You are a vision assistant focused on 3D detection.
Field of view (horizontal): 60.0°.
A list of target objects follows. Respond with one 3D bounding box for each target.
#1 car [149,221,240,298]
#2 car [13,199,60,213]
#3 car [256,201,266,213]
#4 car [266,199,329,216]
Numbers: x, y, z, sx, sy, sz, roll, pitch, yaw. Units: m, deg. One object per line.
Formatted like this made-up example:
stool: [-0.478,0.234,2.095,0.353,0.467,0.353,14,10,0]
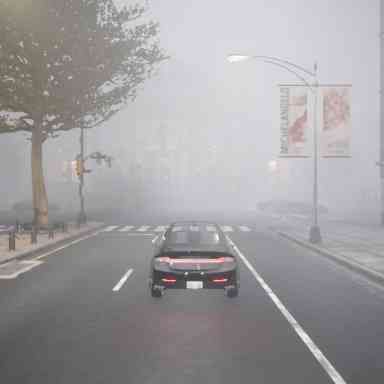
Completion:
car: [0.060,1.491,8.530,2.128,1.511,4.902,0,0,0]
car: [-16.672,1.526,35.640,4.674,1.442,1.812,0,0,0]
car: [9.393,1.477,35.542,5.008,1.535,1.882,0,0,0]
car: [10.248,1.547,32.041,5.357,1.411,2.033,0,0,0]
